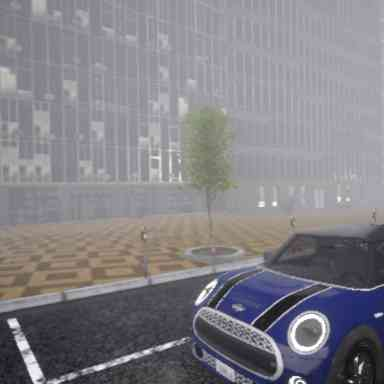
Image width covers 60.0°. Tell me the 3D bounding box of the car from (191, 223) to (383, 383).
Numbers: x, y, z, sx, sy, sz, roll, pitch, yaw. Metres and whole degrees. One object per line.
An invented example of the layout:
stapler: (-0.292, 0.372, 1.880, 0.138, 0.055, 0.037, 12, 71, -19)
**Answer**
car: (2.189, 1.341, 4.927, 4.553, 1.767, 2.097, 0, 0, -35)
